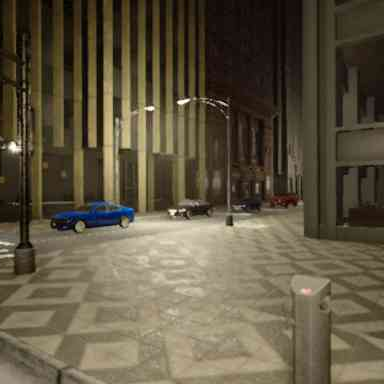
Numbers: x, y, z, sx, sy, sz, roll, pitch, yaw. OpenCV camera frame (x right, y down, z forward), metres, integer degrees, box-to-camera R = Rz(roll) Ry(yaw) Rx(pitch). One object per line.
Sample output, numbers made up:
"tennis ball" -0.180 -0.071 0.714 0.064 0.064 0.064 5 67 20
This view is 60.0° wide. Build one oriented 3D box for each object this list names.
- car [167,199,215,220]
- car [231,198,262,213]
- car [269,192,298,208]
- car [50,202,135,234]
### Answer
"car" -0.032 1.338 26.621 2.128 1.511 4.902 0 0 35
"car" 5.785 1.332 34.821 1.812 1.442 4.674 0 0 35
"car" 12.040 0.989 43.546 2.150 2.045 5.566 0 0 36
"car" -5.515 1.364 18.904 1.882 1.535 5.008 0 0 37
